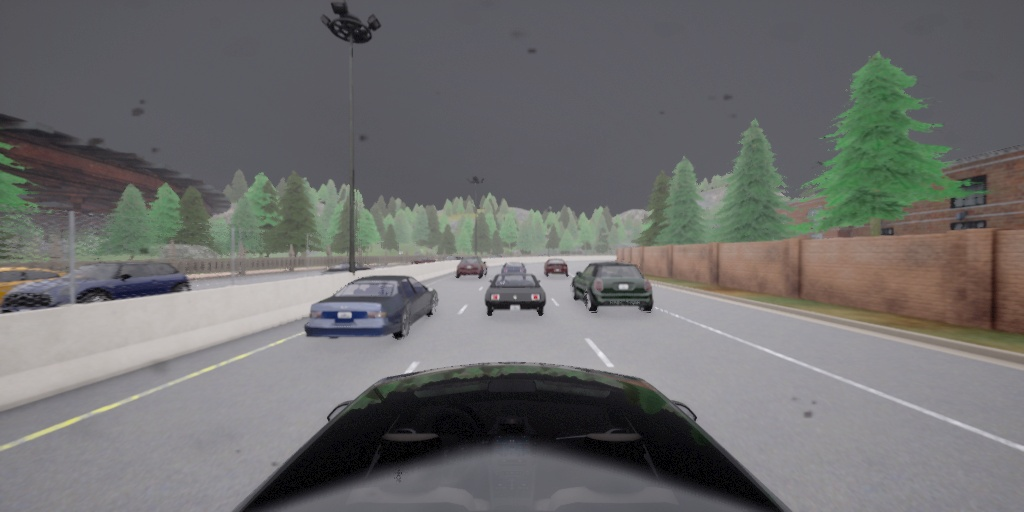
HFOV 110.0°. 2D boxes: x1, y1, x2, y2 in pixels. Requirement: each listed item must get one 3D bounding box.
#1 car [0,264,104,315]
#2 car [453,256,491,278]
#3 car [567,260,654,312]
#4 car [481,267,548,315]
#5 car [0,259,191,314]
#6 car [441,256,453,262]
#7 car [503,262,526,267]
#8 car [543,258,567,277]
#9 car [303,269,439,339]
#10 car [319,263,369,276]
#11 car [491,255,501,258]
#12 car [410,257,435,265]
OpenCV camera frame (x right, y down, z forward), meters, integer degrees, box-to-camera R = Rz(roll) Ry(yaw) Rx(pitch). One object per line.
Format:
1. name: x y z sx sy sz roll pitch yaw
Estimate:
1. car: -17.590 1.132 12.123 1.882 1.535 5.008 0 0 0
2. car: -3.239 0.846 29.887 2.097 1.767 4.553 0 1 2
3. car: 3.604 0.993 13.679 2.097 1.767 4.553 0 0 0
4. car: 0.105 1.248 13.004 1.895 1.301 4.718 0 1 0
5. car: -14.086 1.002 12.601 2.097 1.767 4.553 0 1 0
6. car: -9.555 0.750 57.040 1.837 1.490 4.892 0 1 16
7. car: 0.189 1.107 28.571 1.895 1.301 4.718 0 1 1
8. car: 3.848 0.956 31.708 1.882 1.535 5.008 0 1 3
9. car: -3.397 1.224 9.800 2.033 1.411 5.357 0 1 0
10. car: -10.528 1.120 22.927 1.994 1.385 4.181 0 1 1
11. car: -3.313 0.531 64.585 2.097 1.767 4.553 0 1 21
12. car: -13.754 0.864 55.157 1.895 1.301 4.718 0 1 15
